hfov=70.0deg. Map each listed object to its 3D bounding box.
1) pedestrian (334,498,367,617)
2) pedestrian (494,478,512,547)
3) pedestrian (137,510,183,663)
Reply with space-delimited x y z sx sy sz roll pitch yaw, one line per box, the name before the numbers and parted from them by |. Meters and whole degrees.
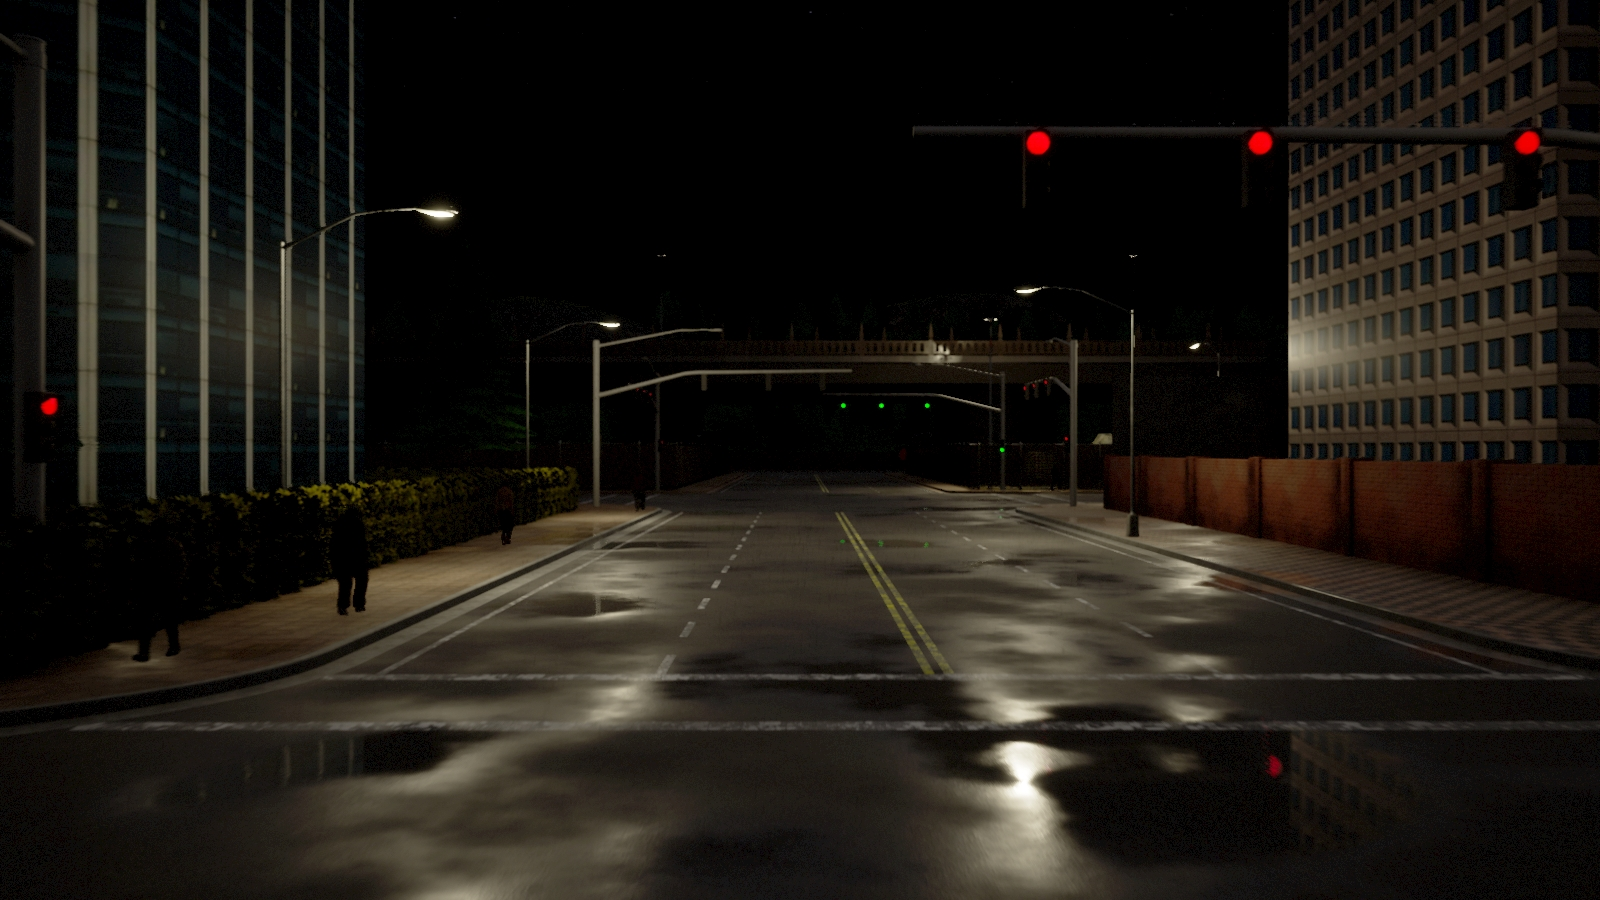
pedestrian | -7.157 1.697 18.193 0.375 1.860 0.375 0 0 2
pedestrian | -8.118 1.697 31.278 0.375 1.860 0.375 0 0 5
pedestrian | -7.998 1.696 14.284 0.375 1.860 0.375 0 0 0
